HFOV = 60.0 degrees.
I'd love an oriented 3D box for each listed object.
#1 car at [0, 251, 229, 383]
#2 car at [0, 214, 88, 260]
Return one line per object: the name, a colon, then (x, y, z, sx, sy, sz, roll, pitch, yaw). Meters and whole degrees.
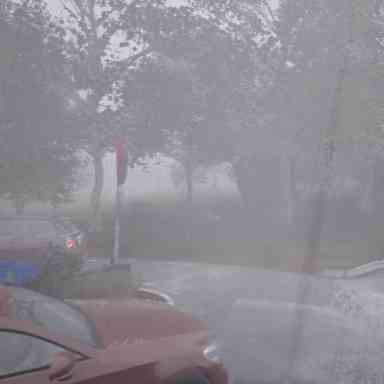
car: (-1.850, 1.520, 2.735, 4.674, 1.452, 2.002, 0, 0, -33)
car: (-5.601, 1.531, 10.122, 4.553, 1.767, 2.097, 0, 0, -6)
